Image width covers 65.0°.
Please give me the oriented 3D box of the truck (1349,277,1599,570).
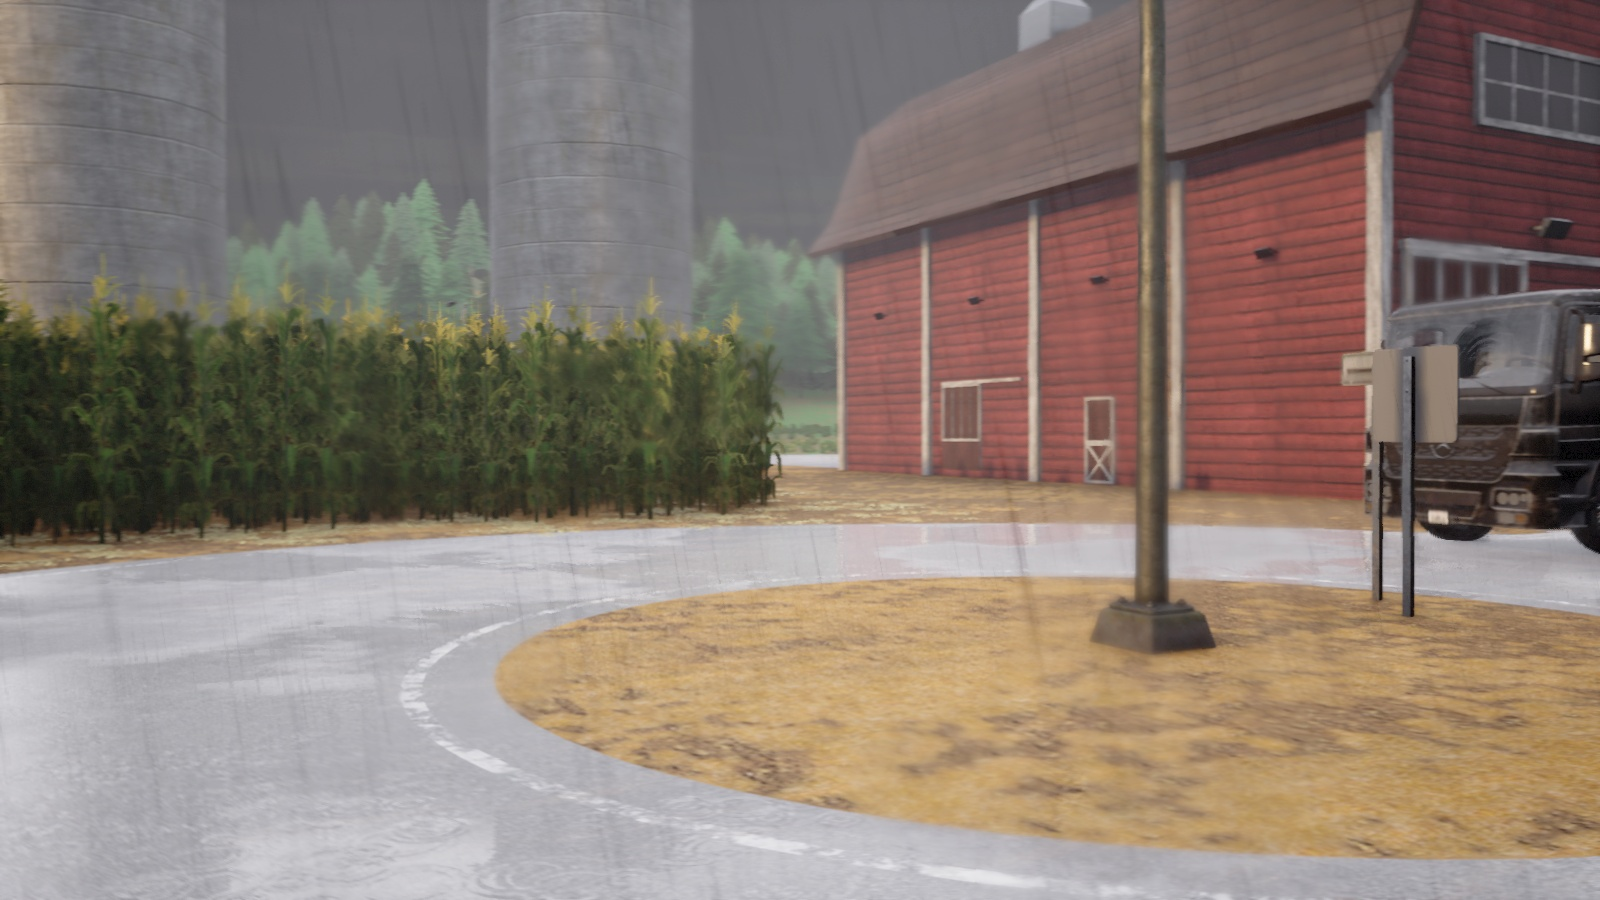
[{"bbox_3d":[11.931,-0.344,17.569,7.936,3.462,2.891,0,1,-20],"label":"truck"}]
